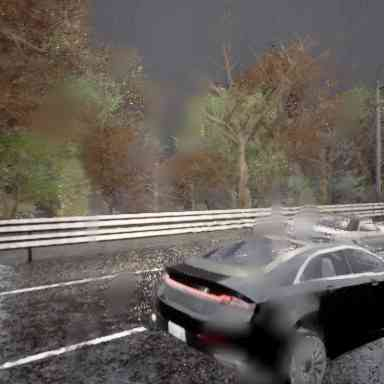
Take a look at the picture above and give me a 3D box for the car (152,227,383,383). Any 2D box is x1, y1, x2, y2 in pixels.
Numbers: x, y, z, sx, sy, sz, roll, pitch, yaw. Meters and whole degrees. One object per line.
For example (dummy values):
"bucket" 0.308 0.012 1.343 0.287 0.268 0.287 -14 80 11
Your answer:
"car" 1.788 1.411 4.965 4.902 1.511 2.128 5 -3 -37

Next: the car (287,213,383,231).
"car" 5.595 1.466 11.865 4.718 1.301 1.895 4 4 -35
